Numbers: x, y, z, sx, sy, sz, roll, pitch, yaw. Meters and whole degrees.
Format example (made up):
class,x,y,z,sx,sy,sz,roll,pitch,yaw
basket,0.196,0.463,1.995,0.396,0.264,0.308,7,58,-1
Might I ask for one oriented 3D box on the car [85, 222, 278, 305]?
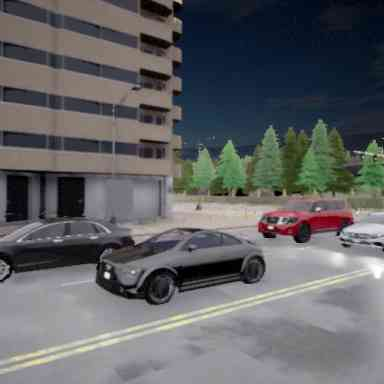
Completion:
class,x,y,z,sx,sy,sz,roll,pitch,yaw
car,-0.146,1.584,8.147,4.181,1.385,1.994,0,0,-35

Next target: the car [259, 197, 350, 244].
class,x,y,z,sx,sy,sz,roll,pitch,yaw
car,5.827,1.289,16.636,5.566,2.045,2.150,1,0,-35

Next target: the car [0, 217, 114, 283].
class,x,y,z,sx,sy,sz,roll,pitch,yaw
car,-4.056,1.516,9.669,4.892,1.490,1.837,1,-1,-35

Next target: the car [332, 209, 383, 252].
class,x,y,z,sx,sy,sz,roll,pitch,yaw
car,8.160,1.590,13.999,4.674,1.442,1.812,0,0,-35
